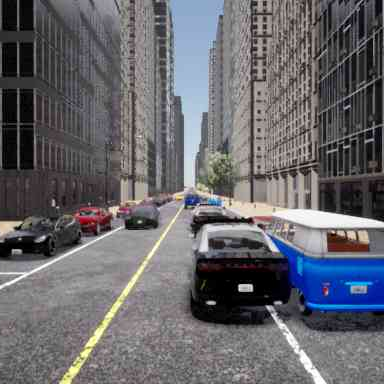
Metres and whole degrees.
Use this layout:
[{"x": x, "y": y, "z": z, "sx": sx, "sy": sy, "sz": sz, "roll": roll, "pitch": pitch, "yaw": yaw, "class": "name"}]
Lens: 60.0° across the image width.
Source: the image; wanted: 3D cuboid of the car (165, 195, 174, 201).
[{"x": -5.533, "y": 1.524, "z": 81.313, "sx": 1.802, "sy": 1.307, "sz": 4.206, "roll": 0, "pitch": 0, "yaw": 0, "class": "car"}]

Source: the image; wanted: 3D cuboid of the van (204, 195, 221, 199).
[{"x": 2.768, "y": 1.327, "z": 41.416, "sx": 1.690, "sy": 1.788, "sz": 3.998, "roll": 0, "pitch": 0, "yaw": 0, "class": "van"}]

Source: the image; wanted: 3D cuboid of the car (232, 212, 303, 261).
[{"x": 2.713, "y": 1.580, "z": 12.931, "sx": 1.802, "sy": 1.307, "sz": 4.206, "roll": 0, "pitch": 0, "yaw": 0, "class": "car"}]

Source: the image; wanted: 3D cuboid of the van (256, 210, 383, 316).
[{"x": 2.701, "y": 1.340, "z": 7.235, "sx": 1.690, "sy": 1.788, "sz": 3.998, "roll": 0, "pitch": 0, "yaw": 0, "class": "van"}]

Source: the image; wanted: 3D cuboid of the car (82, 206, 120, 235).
[{"x": -5.656, "y": 1.542, "z": 18.645, "sx": 1.887, "sy": 1.381, "sz": 4.507, "roll": 0, "pitch": 0, "yaw": 0, "class": "car"}]

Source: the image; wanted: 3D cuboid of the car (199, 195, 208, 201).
[{"x": 2.847, "y": 1.493, "z": 81.296, "sx": 2.008, "sy": 1.369, "sz": 4.403, "roll": 0, "pitch": 0, "yaw": 0, "class": "car"}]

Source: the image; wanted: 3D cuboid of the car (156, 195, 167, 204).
[{"x": -5.589, "y": 1.542, "z": 52.827, "sx": 1.947, "sy": 1.339, "sz": 4.313, "roll": 0, "pitch": 0, "yaw": 0, "class": "car"}]

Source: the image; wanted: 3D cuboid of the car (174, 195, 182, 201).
[{"x": -2.846, "y": 1.423, "z": 78.694, "sx": 1.882, "sy": 1.535, "sz": 5.008, "roll": 0, "pitch": 0, "yaw": 0, "class": "car"}]

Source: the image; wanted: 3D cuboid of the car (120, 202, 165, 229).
[{"x": -3.058, "y": 1.560, "z": 21.489, "sx": 1.994, "sy": 1.385, "sz": 4.181, "roll": 0, "pitch": 0, "yaw": 0, "class": "car"}]

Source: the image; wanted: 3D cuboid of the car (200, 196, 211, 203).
[{"x": 2.825, "y": 1.508, "z": 69.901, "sx": 2.008, "sy": 1.369, "sz": 4.403, "roll": 0, "pitch": 0, "yaw": 0, "class": "car"}]

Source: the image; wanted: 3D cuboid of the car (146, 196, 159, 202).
[{"x": -5.612, "y": 1.568, "z": 41.434, "sx": 1.802, "sy": 1.307, "sz": 4.206, "roll": 0, "pitch": 0, "yaw": 0, "class": "car"}]

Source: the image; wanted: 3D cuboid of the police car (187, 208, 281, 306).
[{"x": 0.917, "y": 1.424, "z": 8.233, "sx": 1.930, "sy": 1.638, "sz": 5.238, "roll": 0, "pitch": 0, "yaw": 0, "class": "police car"}]

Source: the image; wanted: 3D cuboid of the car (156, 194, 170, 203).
[{"x": -5.578, "y": 1.286, "z": 58.524, "sx": 2.192, "sy": 1.841, "sz": 5.009, "roll": 0, "pitch": 0, "yaw": 0, "class": "car"}]

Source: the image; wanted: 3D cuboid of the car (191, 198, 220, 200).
[{"x": 0.948, "y": 1.451, "z": 24.313, "sx": 1.801, "sy": 1.575, "sz": 5.366, "roll": 0, "pitch": 0, "yaw": 0, "class": "car"}]

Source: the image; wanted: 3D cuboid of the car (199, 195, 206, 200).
[{"x": 2.870, "y": 1.474, "z": 92.690, "sx": 2.008, "sy": 1.369, "sz": 4.403, "roll": 0, "pitch": 0, "yaw": 0, "class": "car"}]

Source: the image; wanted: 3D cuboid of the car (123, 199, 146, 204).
[{"x": -5.634, "y": 1.575, "z": 30.040, "sx": 1.802, "sy": 1.307, "sz": 4.206, "roll": 0, "pitch": 0, "yaw": 0, "class": "car"}]

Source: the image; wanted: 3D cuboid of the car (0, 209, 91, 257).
[{"x": -5.668, "y": 1.564, "z": 12.948, "sx": 1.947, "sy": 1.339, "sz": 4.313, "roll": 0, "pitch": 0, "yaw": 0, "class": "car"}]

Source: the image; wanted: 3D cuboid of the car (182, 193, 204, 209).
[{"x": 0.093, "y": 1.205, "z": 44.894, "sx": 2.150, "sy": 2.045, "sz": 5.566, "roll": 0, "pitch": 0, "yaw": 0, "class": "car"}]

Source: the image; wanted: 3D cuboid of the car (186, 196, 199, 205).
[{"x": 0.116, "y": 1.461, "z": 59.168, "sx": 2.128, "sy": 1.511, "sz": 4.902, "roll": 0, "pitch": 0, "yaw": 0, "class": "car"}]

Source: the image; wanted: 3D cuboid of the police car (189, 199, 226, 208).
[{"x": 0.936, "y": 1.422, "z": 18.233, "sx": 1.930, "sy": 1.638, "sz": 5.238, "roll": 0, "pitch": 0, "yaw": 0, "class": "police car"}]

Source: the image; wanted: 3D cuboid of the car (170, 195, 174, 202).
[{"x": -5.556, "y": 1.272, "z": 69.918, "sx": 2.192, "sy": 1.841, "sz": 5.009, "roll": 0, "pitch": 0, "yaw": 0, "class": "car"}]
